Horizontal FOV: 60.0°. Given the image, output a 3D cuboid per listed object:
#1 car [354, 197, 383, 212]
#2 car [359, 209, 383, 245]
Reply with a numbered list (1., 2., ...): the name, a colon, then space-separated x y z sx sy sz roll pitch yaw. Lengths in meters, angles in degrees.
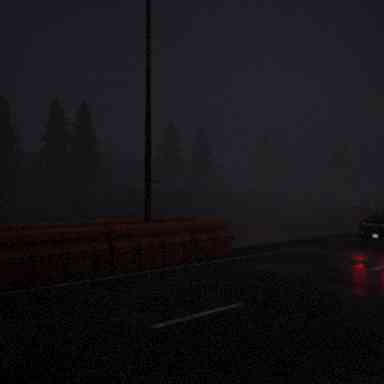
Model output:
1. car: 22.529 1.498 41.630 4.553 1.767 2.097 0 0 -36
2. car: 9.314 1.547 14.707 4.902 1.511 2.128 0 0 -35
